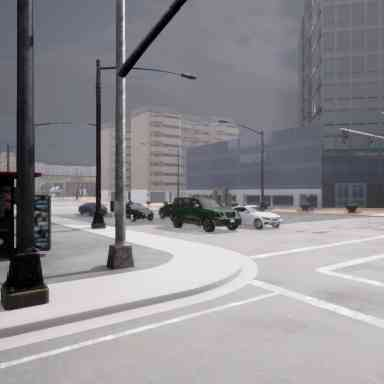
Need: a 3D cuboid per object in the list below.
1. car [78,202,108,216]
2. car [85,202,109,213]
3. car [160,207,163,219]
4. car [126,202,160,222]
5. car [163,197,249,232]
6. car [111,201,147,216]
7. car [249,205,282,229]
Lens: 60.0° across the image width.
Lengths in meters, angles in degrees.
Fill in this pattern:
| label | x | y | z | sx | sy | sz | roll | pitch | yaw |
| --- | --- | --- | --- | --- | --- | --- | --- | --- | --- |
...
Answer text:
| label | x | y | z | sx | sy | sz | roll | pitch | yaw |
| --- | --- | --- | --- | --- | --- | --- | --- | --- | --- |
| car | -11.361 | 1.939 | 37.918 | 2.033 | 1.411 | 5.357 | 0 | -1 | -36 |
| car | -13.345 | 2.076 | 46.680 | 1.994 | 1.385 | 4.181 | 0 | -1 | -35 |
| car | -1.340 | 1.740 | 30.122 | 1.812 | 1.442 | 4.674 | 0 | -1 | -36 |
| car | -5.114 | 1.741 | 29.302 | 1.837 | 1.490 | 4.892 | 0 | -1 | -36 |
| car | 0.693 | 1.335 | 21.304 | 2.150 | 2.045 | 5.566 | 0 | -1 | -36 |
| car | -7.299 | 1.852 | 38.280 | 2.128 | 1.511 | 4.902 | 0 | -1 | -36 |
| car | 3.961 | 1.635 | 22.735 | 1.812 | 1.442 | 4.674 | 0 | -1 | -35 |
